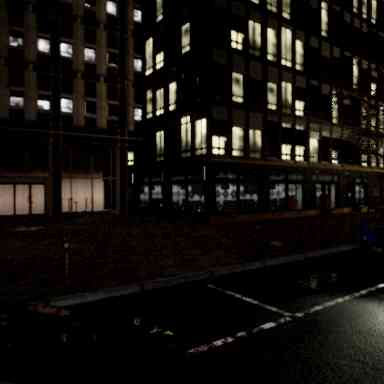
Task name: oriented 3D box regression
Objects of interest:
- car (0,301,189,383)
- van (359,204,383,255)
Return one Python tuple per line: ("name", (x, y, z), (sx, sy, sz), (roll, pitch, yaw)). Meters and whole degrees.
("car", (-2.204, 1.498, 1.507), (4.902, 1.511, 2.128), (0, 0, -35))
("van", (7.536, 1.280, 11.706), (3.998, 1.788, 1.690), (0, 0, -36))
